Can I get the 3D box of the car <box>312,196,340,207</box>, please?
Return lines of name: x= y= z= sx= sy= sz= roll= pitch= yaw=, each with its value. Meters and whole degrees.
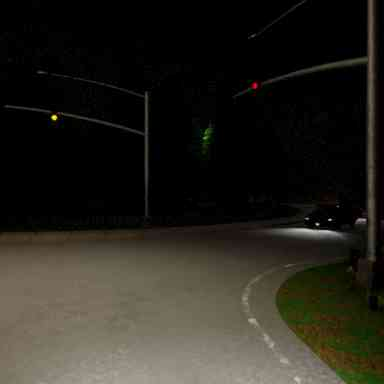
car: x=20.620 y=1.449 z=51.511 sx=1.882 sy=1.535 sz=5.008 roll=0 pitch=0 yaw=-5

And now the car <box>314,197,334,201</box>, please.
car: x=16.655 y=1.450 z=40.486 sx=1.882 sy=1.535 sz=5.008 roll=0 pitch=0 yaw=8

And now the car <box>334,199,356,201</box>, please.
car: x=14.341 y=1.477 z=30.425 sx=1.837 sy=1.490 sz=4.892 roll=0 pitch=0 yaw=20

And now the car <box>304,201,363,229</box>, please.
car: x=9.168 y=1.520 z=21.629 sx=2.033 sy=1.411 sz=5.357 roll=0 pitch=0 yaw=41
